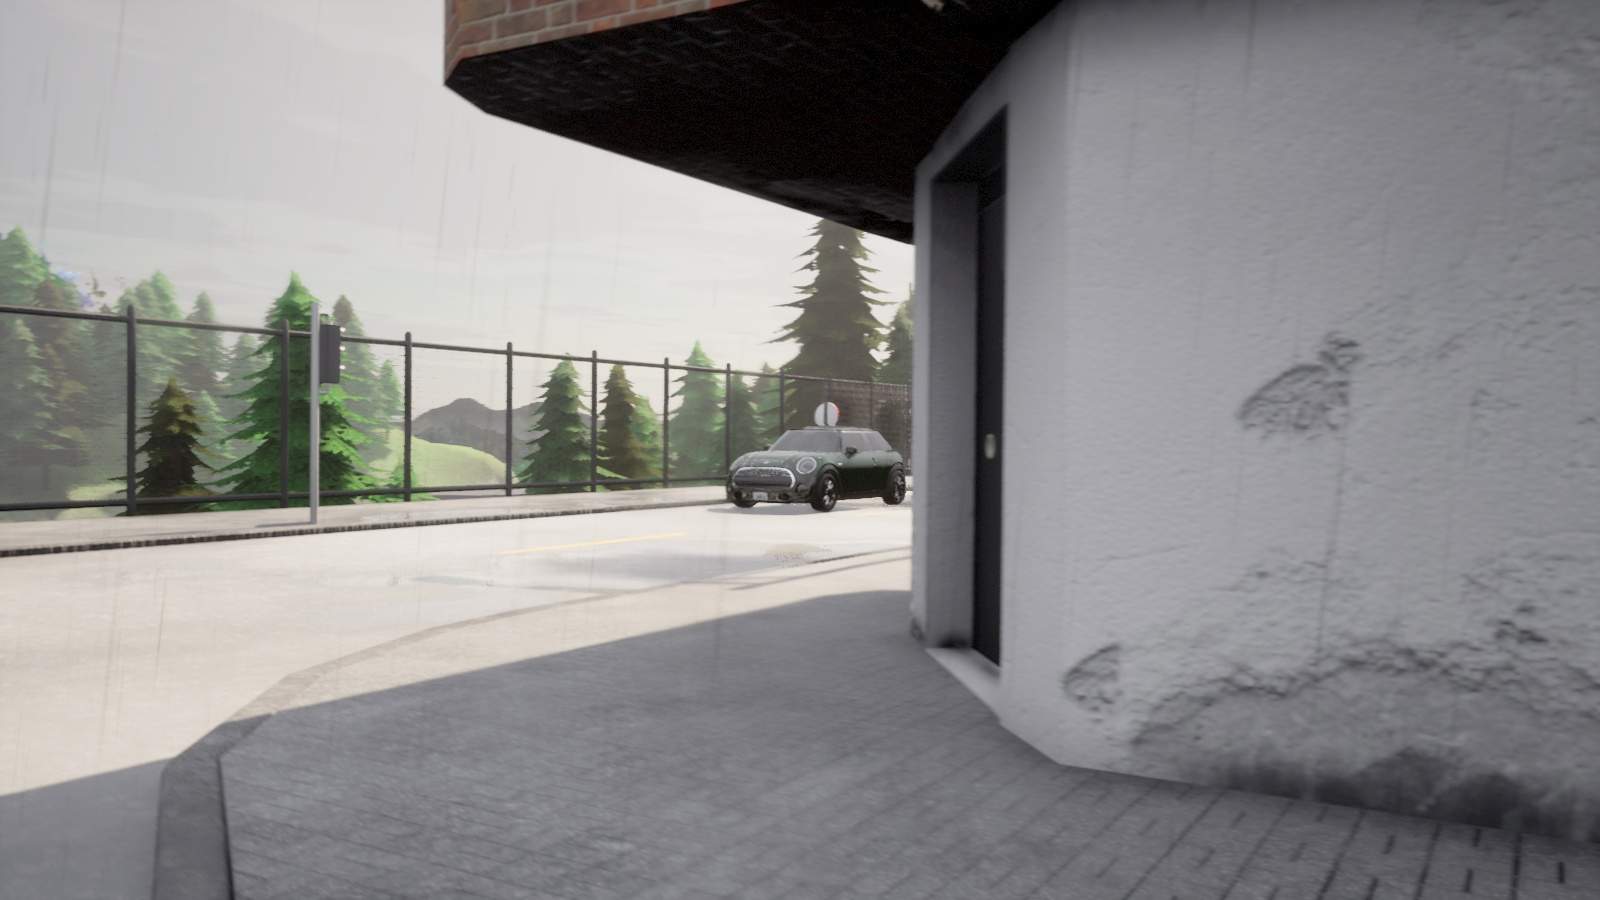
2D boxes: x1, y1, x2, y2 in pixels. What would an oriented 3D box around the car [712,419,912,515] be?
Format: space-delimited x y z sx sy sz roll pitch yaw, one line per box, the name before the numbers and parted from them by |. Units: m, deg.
car | 0.360 0.285 25.787 2.097 1.767 4.553 0 1 31
